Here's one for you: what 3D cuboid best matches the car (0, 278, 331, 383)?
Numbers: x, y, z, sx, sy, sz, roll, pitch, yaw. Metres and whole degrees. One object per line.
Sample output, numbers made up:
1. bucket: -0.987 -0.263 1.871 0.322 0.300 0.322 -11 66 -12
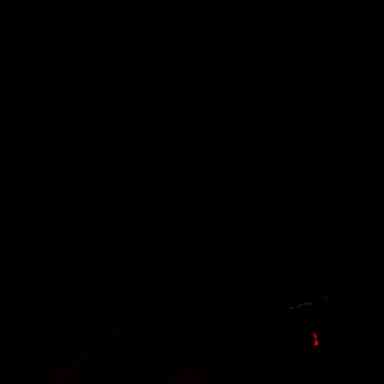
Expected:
1. car: -0.723 1.562 2.805 4.181 1.385 1.994 0 0 -35
